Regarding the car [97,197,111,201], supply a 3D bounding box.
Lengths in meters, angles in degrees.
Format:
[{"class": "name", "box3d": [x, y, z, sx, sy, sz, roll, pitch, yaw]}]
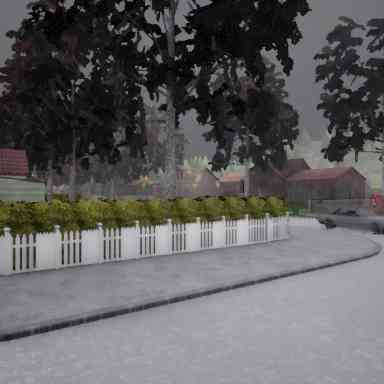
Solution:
[{"class": "car", "box3d": [-17.267, 1.564, 64.464, 1.994, 1.385, 4.181, 0, 0, -36]}]

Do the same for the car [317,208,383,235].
[{"class": "car", "box3d": [9.654, 1.601, 19.051, 1.895, 1.301, 4.718, 0, 0, -29]}]
